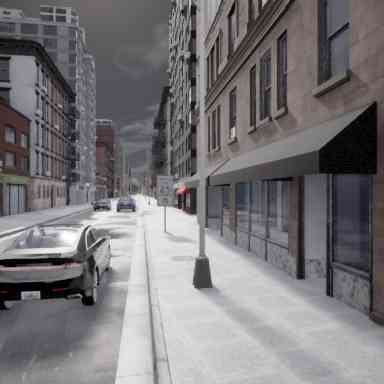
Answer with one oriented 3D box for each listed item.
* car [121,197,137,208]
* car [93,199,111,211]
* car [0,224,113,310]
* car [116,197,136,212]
[{"bbox_3d":[-9.432,1.561,49.845,2.128,1.511,4.902,0,0,-9],"label":"car"},{"bbox_3d":[-11.324,1.604,42.339,2.033,1.411,5.357,0,0,-9],"label":"car"},{"bbox_3d":[-3.030,1.497,7.893,2.128,1.511,4.902,0,0,-9],"label":"car"},{"bbox_3d":[-7.865,1.402,39.966,2.097,1.767,4.553,0,0,-8],"label":"car"}]
